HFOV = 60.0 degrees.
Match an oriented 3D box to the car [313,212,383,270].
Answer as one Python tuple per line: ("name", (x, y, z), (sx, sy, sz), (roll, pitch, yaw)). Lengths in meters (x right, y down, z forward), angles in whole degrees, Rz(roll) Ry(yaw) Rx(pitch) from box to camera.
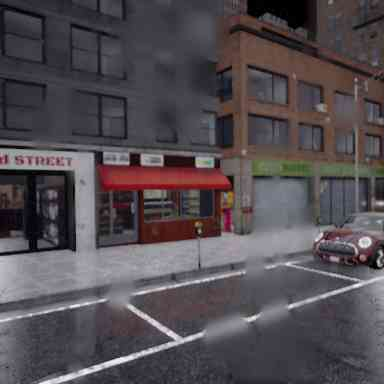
("car", (5.728, 1.404, 10.757), (4.097, 1.590, 1.967), (0, -1, -36))
